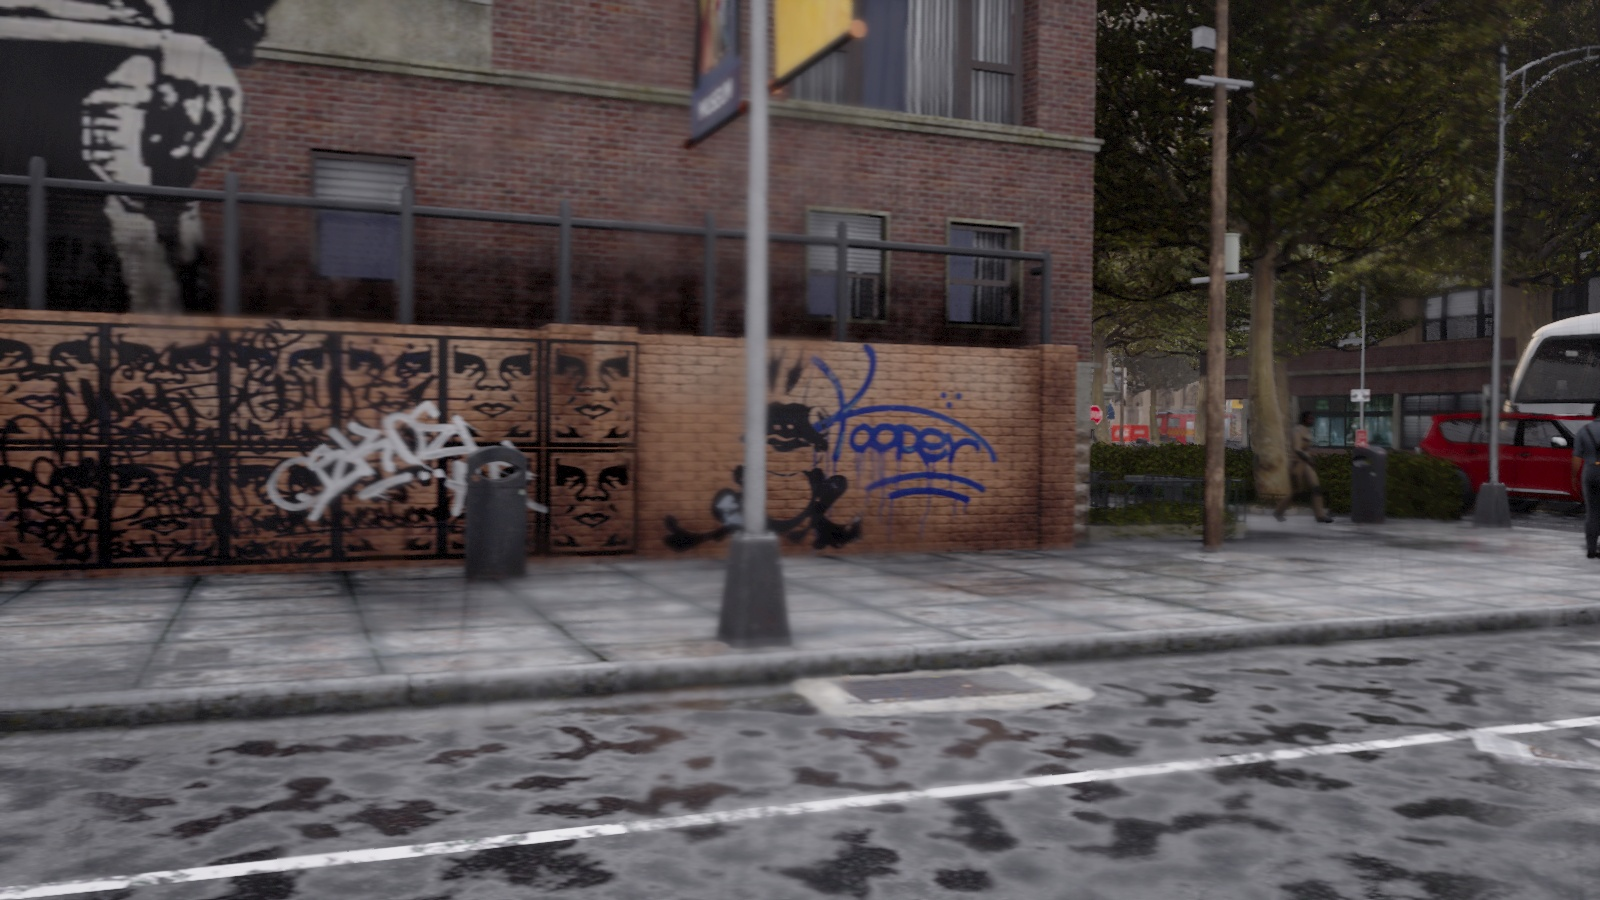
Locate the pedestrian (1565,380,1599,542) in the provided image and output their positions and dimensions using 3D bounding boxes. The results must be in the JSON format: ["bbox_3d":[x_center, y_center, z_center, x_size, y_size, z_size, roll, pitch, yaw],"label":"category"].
[{"bbox_3d":[9.354,0.123,14.576,0.694,1.848,0.540,-1,1,-31],"label":"pedestrian"}]

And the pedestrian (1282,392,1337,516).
[{"bbox_3d":[8.053,0.055,19.844,0.396,1.930,0.692,-1,1,-38],"label":"pedestrian"}]

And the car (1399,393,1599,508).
[{"bbox_3d":[14.689,-0.027,24.339,2.150,2.045,5.566,-1,1,-22],"label":"car"}]

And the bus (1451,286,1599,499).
[{"bbox_3d":[18.814,-1.170,24.461,3.944,4.253,10.273,-1,1,-34],"label":"bus"}]
